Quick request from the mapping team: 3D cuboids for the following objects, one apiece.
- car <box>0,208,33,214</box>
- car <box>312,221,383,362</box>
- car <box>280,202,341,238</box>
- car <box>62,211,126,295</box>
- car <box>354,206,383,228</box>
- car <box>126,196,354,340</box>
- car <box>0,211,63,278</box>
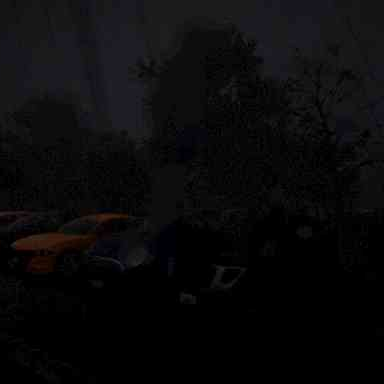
[{"bbox_3d":[-5.208,1.455,11.994,2.231,1.521,4.892,0,0,36],"label":"car"},{"bbox_3d":[3.836,1.515,5.563,2.163,1.488,4.792,0,0,36],"label":"car"},{"bbox_3d":[6.974,1.457,19.133,1.946,1.575,5.366,0,0,36],"label":"car"},{"bbox_3d":[-0.677,1.334,8.790,2.185,1.767,4.553,0,0,36],"label":"car"},{"bbox_3d":[9.329,1.474,17.669,2.231,1.521,4.892,0,0,36],"label":"car"},{"bbox_3d":[1.544,1.220,7.130,2.435,2.045,5.566,0,0,36],"label":"car"},{"bbox_3d":[-2.951,1.452,10.384,2.097,1.535,5.008,0,0,36],"label":"car"}]
